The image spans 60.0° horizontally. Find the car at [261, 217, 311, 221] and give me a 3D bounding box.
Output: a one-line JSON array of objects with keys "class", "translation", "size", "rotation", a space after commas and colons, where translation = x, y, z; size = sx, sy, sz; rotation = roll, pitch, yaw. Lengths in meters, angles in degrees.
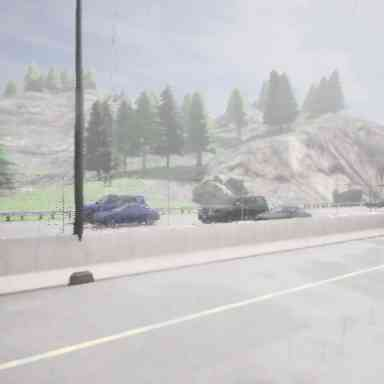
[{"class": "car", "translation": [5.869, 1.603, 21.068], "size": [4.181, 1.385, 1.994], "rotation": [0, 0, -35]}]

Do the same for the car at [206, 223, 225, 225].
[{"class": "car", "translation": [3.078, 1.257, 23.377], "size": [5.566, 2.045, 2.150], "rotation": [0, 0, -35]}]
